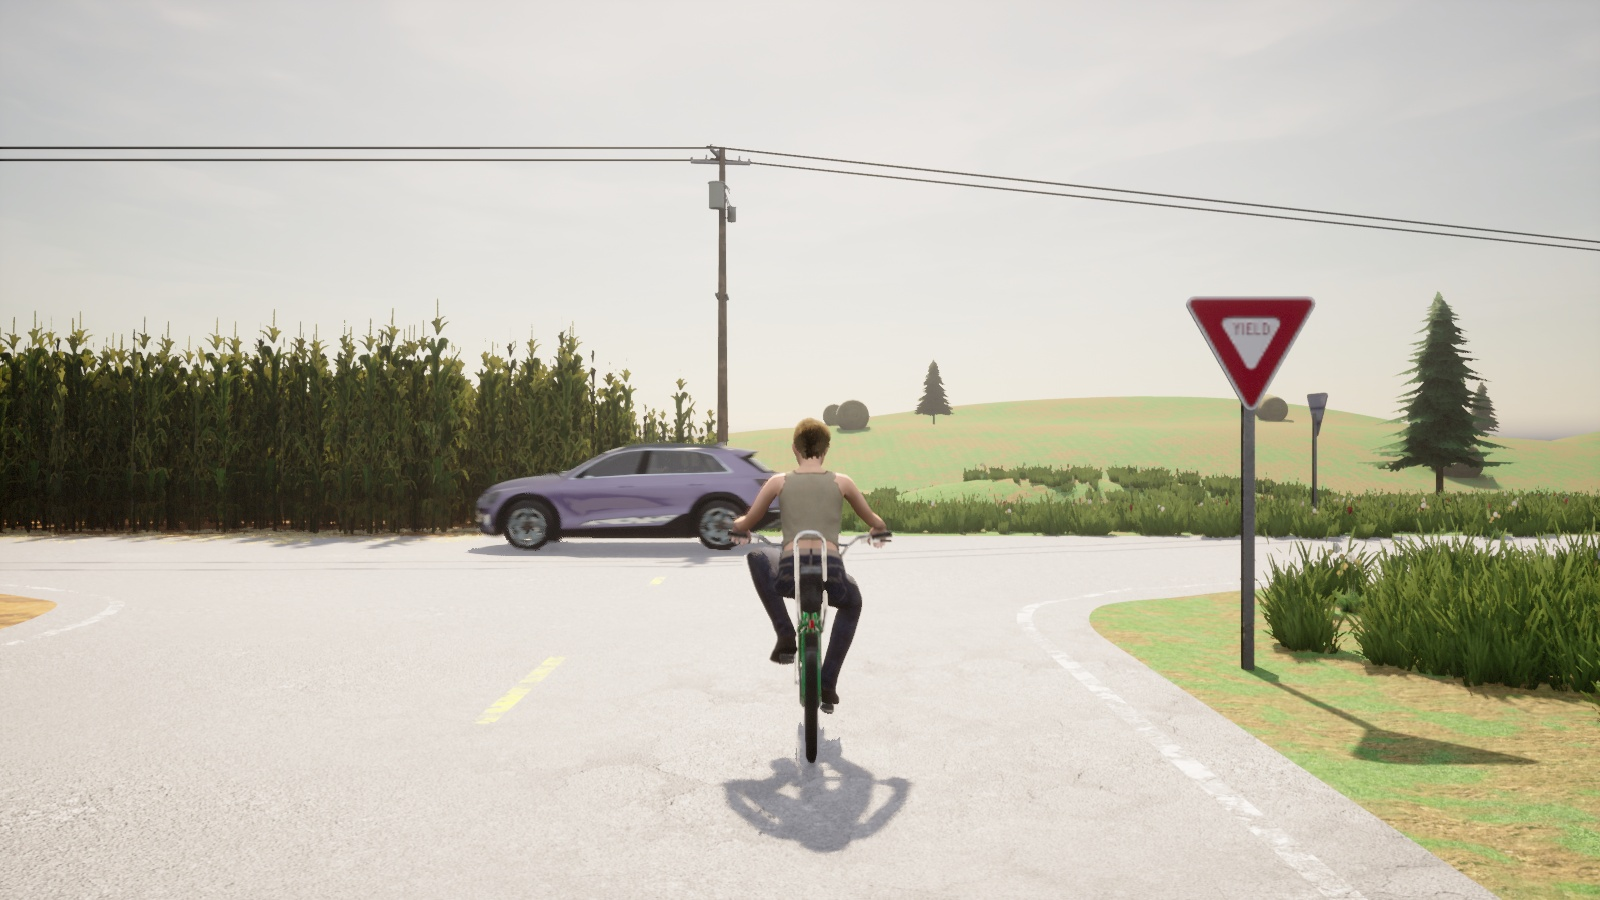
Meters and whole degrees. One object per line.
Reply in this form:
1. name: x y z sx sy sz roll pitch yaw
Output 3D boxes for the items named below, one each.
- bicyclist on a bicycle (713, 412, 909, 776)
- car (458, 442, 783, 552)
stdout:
1. bicyclist on a bicycle: 0.050 0.648 6.322 0.866 1.612 1.509 0 -1 0
2. car: -2.701 0.700 19.819 4.856 1.649 2.033 0 0 0
